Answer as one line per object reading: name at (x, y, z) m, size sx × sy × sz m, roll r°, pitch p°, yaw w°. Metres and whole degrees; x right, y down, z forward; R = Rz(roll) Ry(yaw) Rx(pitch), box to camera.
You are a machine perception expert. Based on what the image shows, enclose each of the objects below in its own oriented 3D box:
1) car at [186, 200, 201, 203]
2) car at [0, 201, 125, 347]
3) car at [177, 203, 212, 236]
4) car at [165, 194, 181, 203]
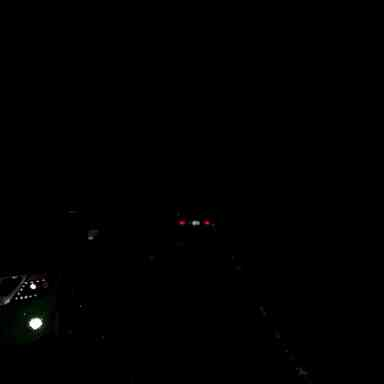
car at (0.169, 1.596, 41.407) m, size 1.895 × 1.301 × 4.718 m, roll 0°, pitch 0°, yaw 0°
car at (-2.844, 1.223, 6.688) m, size 2.150 × 2.045 × 5.566 m, roll 0°, pitch 0°, yaw 0°
car at (0.125, 1.543, 18.481) m, size 2.033 × 1.411 × 5.357 m, roll 0°, pitch 0°, yaw 0°
car at (-2.669, 1.111, 47.229) m, size 1.837 × 1.490 × 4.892 m, roll 0°, pitch 0°, yaw 0°
